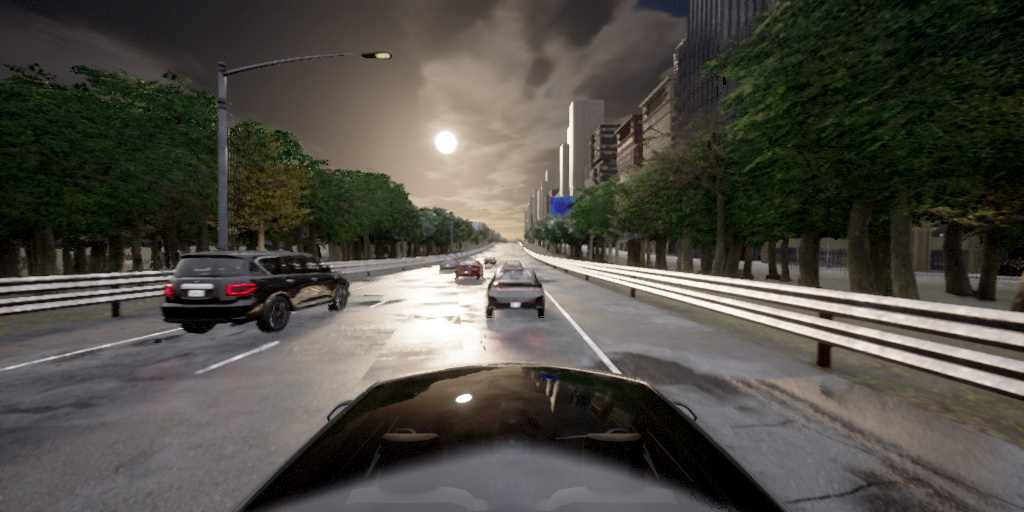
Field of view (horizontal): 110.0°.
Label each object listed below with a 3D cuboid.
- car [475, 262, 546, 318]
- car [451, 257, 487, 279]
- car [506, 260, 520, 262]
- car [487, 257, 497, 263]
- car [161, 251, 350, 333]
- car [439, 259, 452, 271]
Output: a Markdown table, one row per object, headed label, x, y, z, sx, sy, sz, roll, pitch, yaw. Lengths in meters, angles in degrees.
| label | x | y | z | sx | sy | sz | roll | pitch | yaw |
| --- | --- | --- | --- | --- | --- | --- | --- | --- | --- |
| car | 0.102 | 1.144 | 12.494 | 2.128 | 1.511 | 4.902 | 0 | 0 | 0 |
| car | -3.391 | 1.023 | 29.065 | 1.882 | 1.535 | 5.008 | 0 | 0 | 0 |
| car | 0.106 | 1.089 | 35.097 | 1.895 | 1.301 | 4.718 | 0 | 1 | 0 |
| car | -3.381 | 0.755 | 55.910 | 1.895 | 1.301 | 4.718 | 0 | 1 | 0 |
| car | -6.898 | 0.884 | 10.520 | 2.150 | 2.045 | 5.566 | 0 | 1 | 0 |
| car | -6.888 | 0.987 | 40.413 | 1.994 | 1.385 | 4.181 | 0 | 1 | 0 |
